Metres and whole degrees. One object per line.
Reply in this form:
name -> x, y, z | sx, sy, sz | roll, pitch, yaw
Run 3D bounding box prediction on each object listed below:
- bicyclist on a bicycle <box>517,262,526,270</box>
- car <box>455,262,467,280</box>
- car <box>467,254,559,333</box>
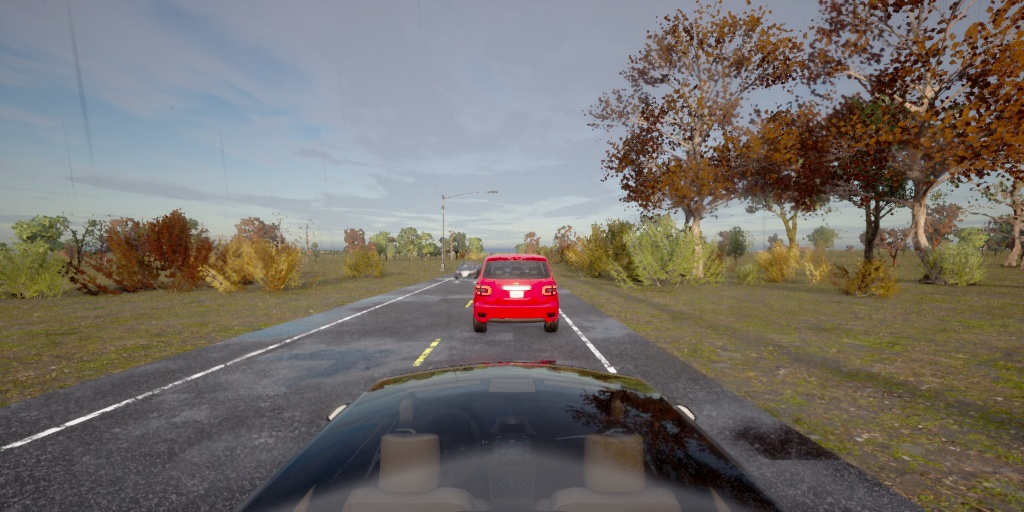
bicyclist on a bicycle -> 0.873, 1.109, 30.073 | 0.659, 1.776, 1.843 | 0, 0, 0
car -> -3.697, 1.231, 30.592 | 2.128, 1.511, 4.902 | 0, 0, 0
car -> 0.083, 0.968, 10.894 | 2.150, 2.045, 5.566 | 0, 0, -1
